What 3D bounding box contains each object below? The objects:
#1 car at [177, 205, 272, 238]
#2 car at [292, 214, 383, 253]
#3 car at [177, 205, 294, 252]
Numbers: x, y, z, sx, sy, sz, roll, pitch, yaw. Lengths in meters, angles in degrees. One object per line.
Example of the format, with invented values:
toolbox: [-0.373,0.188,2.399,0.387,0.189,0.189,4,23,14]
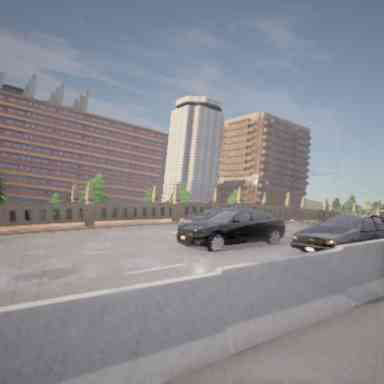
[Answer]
car: [1.843,1.482,18.091,4.902,1.511,2.128,1,-1,-35]
car: [6.073,1.544,12.506,5.357,1.411,2.033,1,-1,-35]
car: [1.715,1.436,13.735,5.008,1.535,1.882,1,0,-35]
